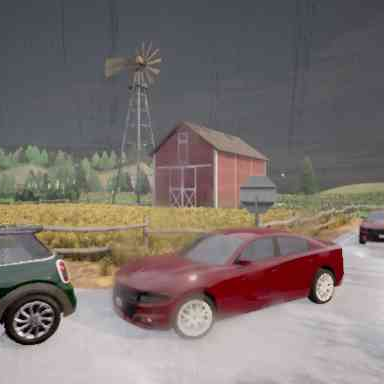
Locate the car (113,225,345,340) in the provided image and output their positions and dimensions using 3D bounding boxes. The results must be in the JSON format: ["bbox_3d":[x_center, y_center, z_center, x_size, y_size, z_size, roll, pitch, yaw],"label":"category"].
[{"bbox_3d":[0.941,1.477,6.660,5.008,1.535,1.882,0,0,-32],"label":"car"}]

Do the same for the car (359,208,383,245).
[{"bbox_3d":[8.875,1.476,15.058,1.882,1.535,5.008,0,0,35],"label":"car"}]

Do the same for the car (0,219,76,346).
[{"bbox_3d":[-4.207,1.350,4.911,4.553,1.767,2.097,-1,0,-30],"label":"car"}]
